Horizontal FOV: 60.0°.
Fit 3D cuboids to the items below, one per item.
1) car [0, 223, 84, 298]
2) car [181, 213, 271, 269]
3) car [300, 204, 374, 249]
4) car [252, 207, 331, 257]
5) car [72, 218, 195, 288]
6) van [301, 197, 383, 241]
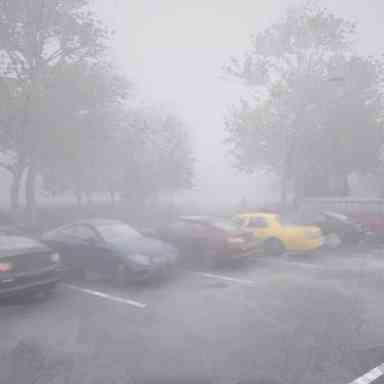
[{"bbox_3d":[-4.890,1.525,7.704,4.674,1.452,2.002,-1,0,34],"label":"car"},{"bbox_3d":[-0.060,1.525,11.097,4.674,1.452,2.002,-1,-1,35],"label":"car"},{"bbox_3d":[4.823,1.479,14.480,5.008,1.535,2.097,-1,0,35],"label":"car"},{"bbox_3d":[2.221,1.482,12.908,5.366,1.575,1.946,-1,0,35],"label":"car"},{"bbox_3d":[-2.466,1.525,9.393,4.674,1.452,2.002,0,-1,35],"label":"car"},{"bbox_3d":[7.174,1.250,16.228,4.442,1.987,1.878,-1,0,36],"label":"van"}]
